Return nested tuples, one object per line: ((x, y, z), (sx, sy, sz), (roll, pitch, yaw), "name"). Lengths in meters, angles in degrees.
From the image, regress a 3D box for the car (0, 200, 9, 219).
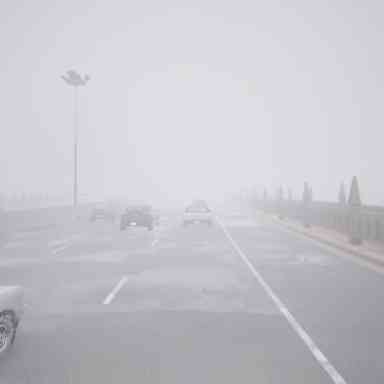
((-17.209, 1.495, 26.765), (2.128, 1.511, 4.902), (0, 0, 2), "car")

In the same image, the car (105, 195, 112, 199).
((-15.976, 1.362, 66.167), (2.097, 1.767, 4.553), (0, 0, 2), "car")

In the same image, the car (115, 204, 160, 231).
((-3.161, 1.506, 20.788), (1.837, 1.490, 4.892), (0, 0, 1), "car")

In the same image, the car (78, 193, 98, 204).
((-19.577, 1.226, 62.983), (2.150, 2.045, 5.566), (0, 0, 2), "car")

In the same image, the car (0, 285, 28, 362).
((-3.399, 1.601, 2.884), (1.895, 1.301, 4.718), (0, 0, 0), "car")

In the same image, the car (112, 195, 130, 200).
((-12.633, 1.498, 61.502), (2.128, 1.511, 4.902), (0, 0, 2), "car")

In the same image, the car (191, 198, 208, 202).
((0.918, 1.506, 41.437), (1.837, 1.490, 4.892), (0, 0, 2), "car")

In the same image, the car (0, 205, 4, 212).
((-13.869, 1.508, 20.930), (1.837, 1.490, 4.892), (0, 0, 1), "car")

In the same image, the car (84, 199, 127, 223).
((-6.529, 1.528, 25.849), (1.812, 1.442, 4.674), (0, 0, 2), "car")

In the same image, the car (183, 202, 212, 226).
((0.394, 1.602, 23.057), (1.895, 1.301, 4.718), (0, 0, 2), "car")
